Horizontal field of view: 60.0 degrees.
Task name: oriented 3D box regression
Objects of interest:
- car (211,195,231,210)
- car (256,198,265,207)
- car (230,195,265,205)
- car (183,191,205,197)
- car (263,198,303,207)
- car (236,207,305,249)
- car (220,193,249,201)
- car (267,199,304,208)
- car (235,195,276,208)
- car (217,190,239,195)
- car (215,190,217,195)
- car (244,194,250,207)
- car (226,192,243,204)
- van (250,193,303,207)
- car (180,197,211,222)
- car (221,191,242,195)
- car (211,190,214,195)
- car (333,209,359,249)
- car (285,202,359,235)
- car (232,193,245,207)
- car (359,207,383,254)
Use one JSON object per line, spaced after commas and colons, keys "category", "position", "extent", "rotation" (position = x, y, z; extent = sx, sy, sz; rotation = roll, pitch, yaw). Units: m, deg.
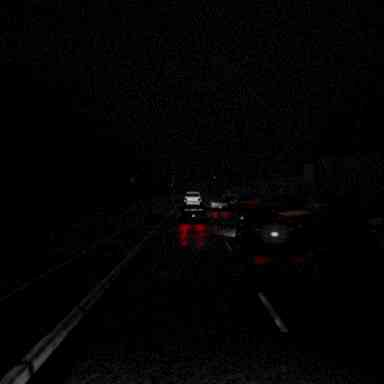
{"category": "car", "position": [3.106, 1.350, 38.831], "extent": [1.895, 1.301, 4.718], "rotation": [0, 1, 0]}
{"category": "car", "position": [8.069, 1.426, 27.621], "extent": [4.674, 1.452, 2.002], "rotation": [1, 0, -20]}
{"category": "car", "position": [8.074, 1.139, 48.504], "extent": [4.674, 1.452, 2.002], "rotation": [1, 1, -20]}
{"category": "car", "position": [0.106, 0.939, 41.072], "extent": [2.150, 2.045, 5.566], "rotation": [0, 1, 0]}
{"category": "car", "position": [8.100, 1.446, 24.649], "extent": [4.792, 1.488, 2.163], "rotation": [1, 0, -20]}
{"category": "car", "position": [3.102, 1.548, 14.474], "extent": [1.994, 1.385, 4.181], "rotation": [0, 0, 0]}
{"category": "car", "position": [8.086, 0.925, 63.409], "extent": [5.008, 1.535, 2.097], "rotation": [1, 1, -20]}
{"category": "car", "position": [7.902, 1.432, 21.579], "extent": [5.366, 1.575, 1.946], "rotation": [1, 1, -20]}
{"category": "car", "position": [8.103, 1.216, 42.551], "extent": [4.792, 1.488, 2.163], "rotation": [0, 1, -20]}
{"category": "car", "position": [8.109, 0.703, 60.442], "extent": [5.566, 2.045, 2.435], "rotation": [1, 0, -20]}
{"category": "car", "position": [8.255, 0.869, 69.441], "extent": [5.366, 1.575, 1.946], "rotation": [1, 0, -20]}
{"category": "car", "position": [8.048, 1.191, 33.578], "extent": [4.553, 1.767, 2.185], "rotation": [0, 1, -20]}
{"category": "car", "position": [7.904, 1.136, 45.455], "extent": [5.366, 1.575, 1.946], "rotation": [0, 1, -20]}
{"category": "van", "position": [7.970, 1.129, 30.550], "extent": [4.442, 1.987, 1.878], "rotation": [0, 1, -20]}
{"category": "car", "position": [0.105, 1.410, 25.413], "extent": [2.128, 1.511, 4.902], "rotation": [0, 1, 0]}
{"category": "car", "position": [8.089, 0.989, 57.443], "extent": [4.892, 1.521, 2.231], "rotation": [1, 1, -20]}
{"category": "car", "position": [7.910, 0.791, 78.256], "extent": [5.366, 1.575, 1.946], "rotation": [1, 1, -20]}
{"category": "car", "position": [8.068, 1.518, 12.695], "extent": [4.674, 1.452, 2.002], "rotation": [1, 0, -20]}
{"category": "car", "position": [8.046, 1.485, 18.652], "extent": [4.792, 1.488, 2.163], "rotation": [1, 1, -20]}
{"category": "car", "position": [7.903, 1.227, 39.489], "extent": [5.366, 1.575, 1.946], "rotation": [0, 1, -20]}
{"category": "car", "position": [8.101, 1.234, 9.723], "extent": [5.566, 2.045, 2.435], "rotation": [1, 0, -20]}
